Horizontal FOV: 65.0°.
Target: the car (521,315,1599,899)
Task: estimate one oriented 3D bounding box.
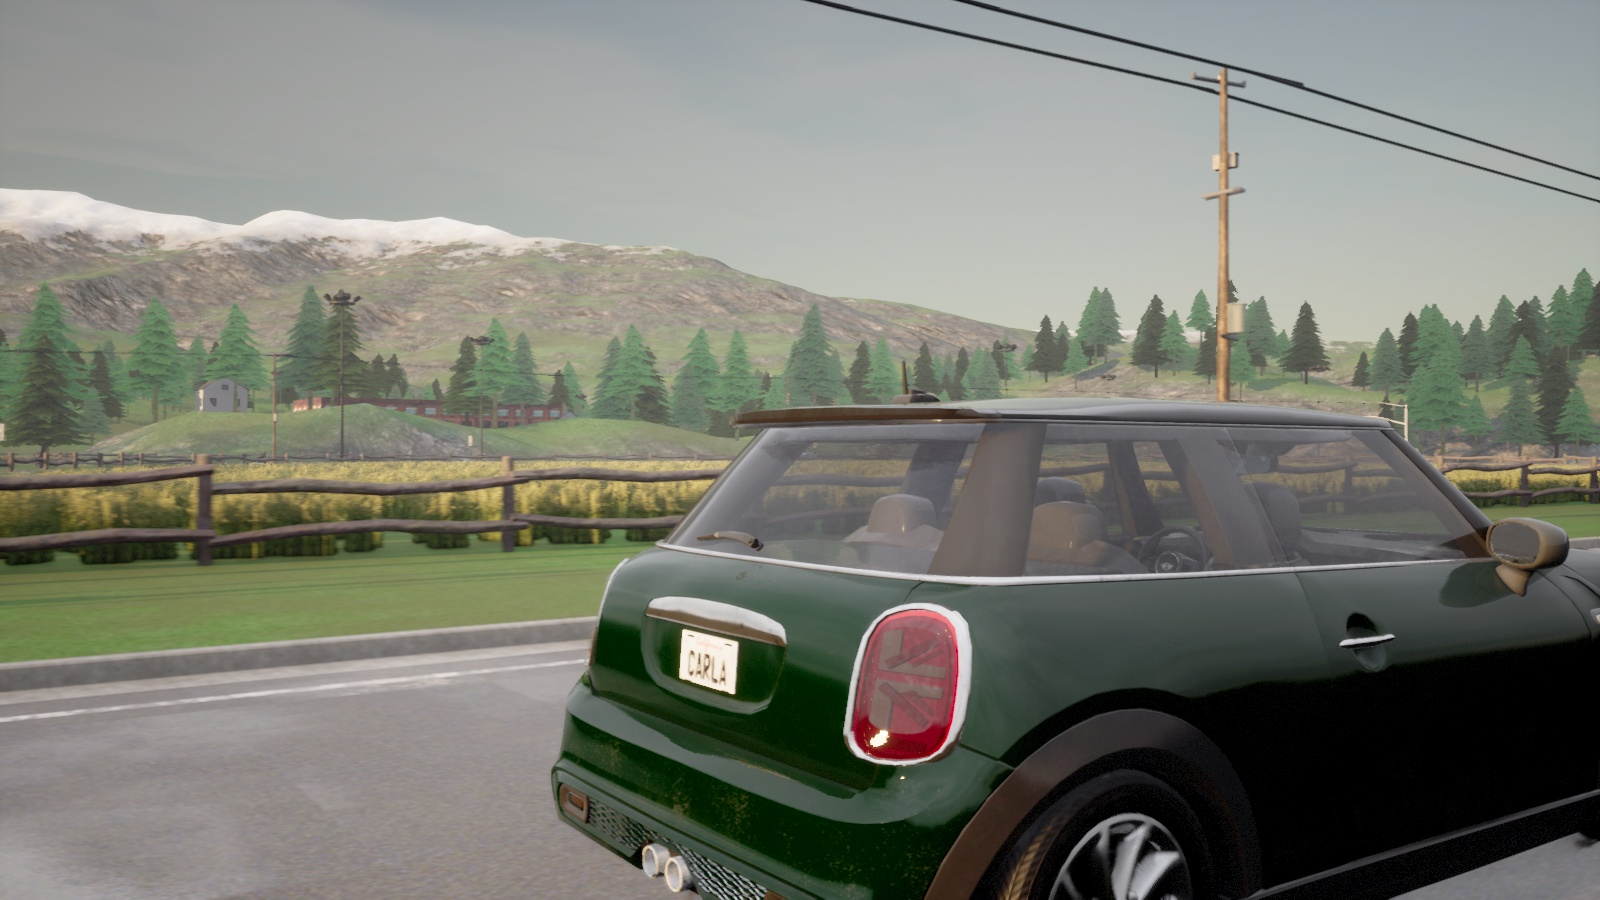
[{"bbox_3d":[1.518,0.612,4.716,4.553,1.767,2.097,0,0,-35],"label":"car"}]
